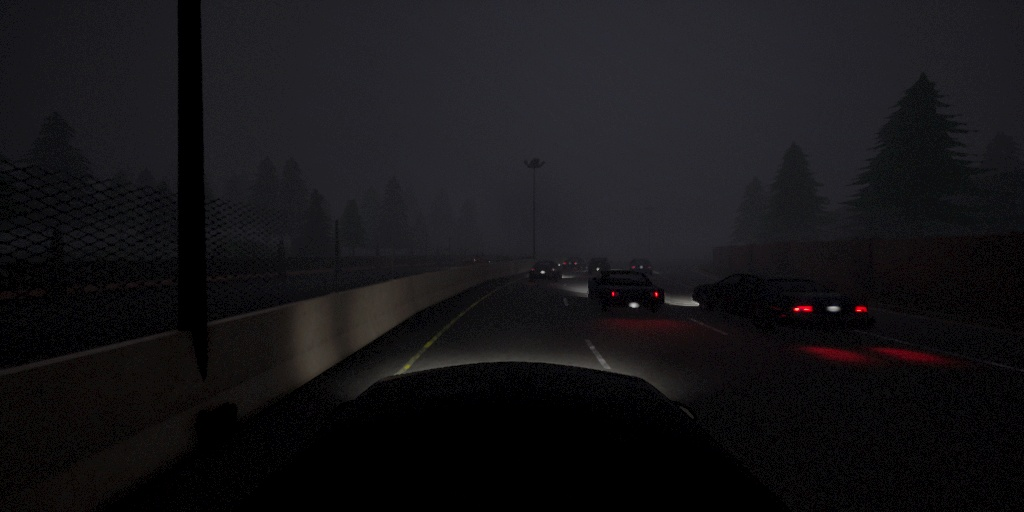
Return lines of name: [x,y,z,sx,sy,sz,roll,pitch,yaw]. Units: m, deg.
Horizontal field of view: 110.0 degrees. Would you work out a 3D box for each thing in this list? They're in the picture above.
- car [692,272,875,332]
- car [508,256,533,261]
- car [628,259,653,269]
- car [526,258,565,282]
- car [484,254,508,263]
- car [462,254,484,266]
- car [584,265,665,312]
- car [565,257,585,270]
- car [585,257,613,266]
car: [7.261,1.185,10.422,2.033,1.411,5.357,0,1,3]
car: [1.605,0.692,45.860,1.837,1.490,4.892,0,0,24]
car: [11.069,0.922,30.948,2.033,1.411,5.357,0,1,17]
car: [2.447,1.009,25.370,1.994,1.385,4.181,0,0,12]
car: [-1.469,0.671,47.567,1.837,1.490,4.892,0,0,24]
car: [-4.905,0.504,48.414,2.097,1.767,4.553,0,1,23]
car: [4.008,1.201,13.382,1.895,1.301,4.718,0,1,5]
car: [7.103,0.801,40.379,2.033,1.411,5.357,0,1,22]
car: [8.052,0.856,32.763,1.837,1.490,4.892,0,1,17]
